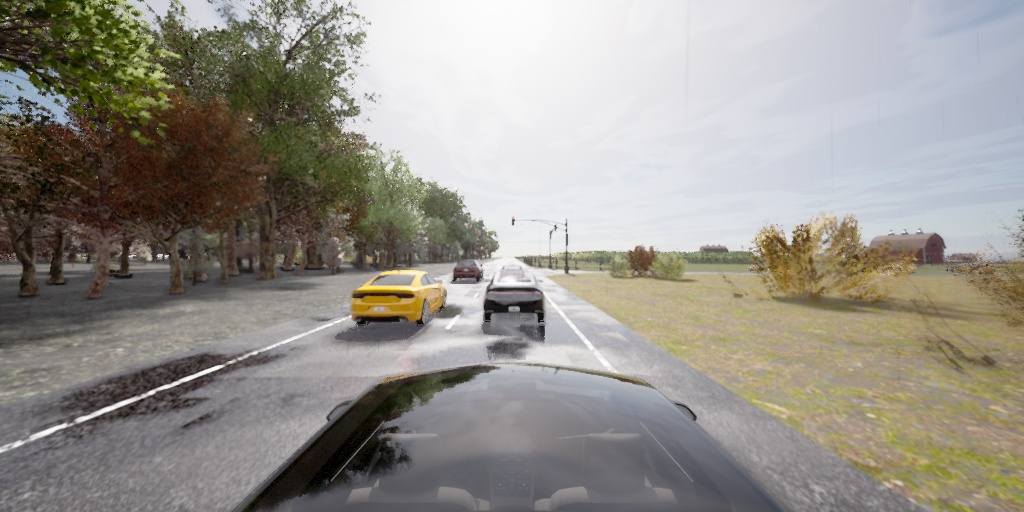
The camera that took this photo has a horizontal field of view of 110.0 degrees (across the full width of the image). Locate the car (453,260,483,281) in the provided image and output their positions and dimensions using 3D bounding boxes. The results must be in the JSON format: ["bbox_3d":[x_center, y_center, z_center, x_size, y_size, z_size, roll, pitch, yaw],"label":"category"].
[{"bbox_3d":[-3.489,1.079,29.279,2.097,1.767,4.553,0,0,0],"label":"car"}]

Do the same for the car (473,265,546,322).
[{"bbox_3d":[0.066,1.234,12.266,2.128,1.511,4.902,0,0,0],"label":"car"}]

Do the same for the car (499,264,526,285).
[{"bbox_3d":[0.020,1.330,27.223,1.895,1.301,4.718,0,0,0],"label":"car"}]

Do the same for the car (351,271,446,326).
[{"bbox_3d":[-3.430,1.220,11.704,1.882,1.535,5.008,0,0,0],"label":"car"}]

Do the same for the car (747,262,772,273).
[{"bbox_3d":[35.382,1.624,49.686,5.008,1.535,1.882,1,-1,0],"label":"car"}]
